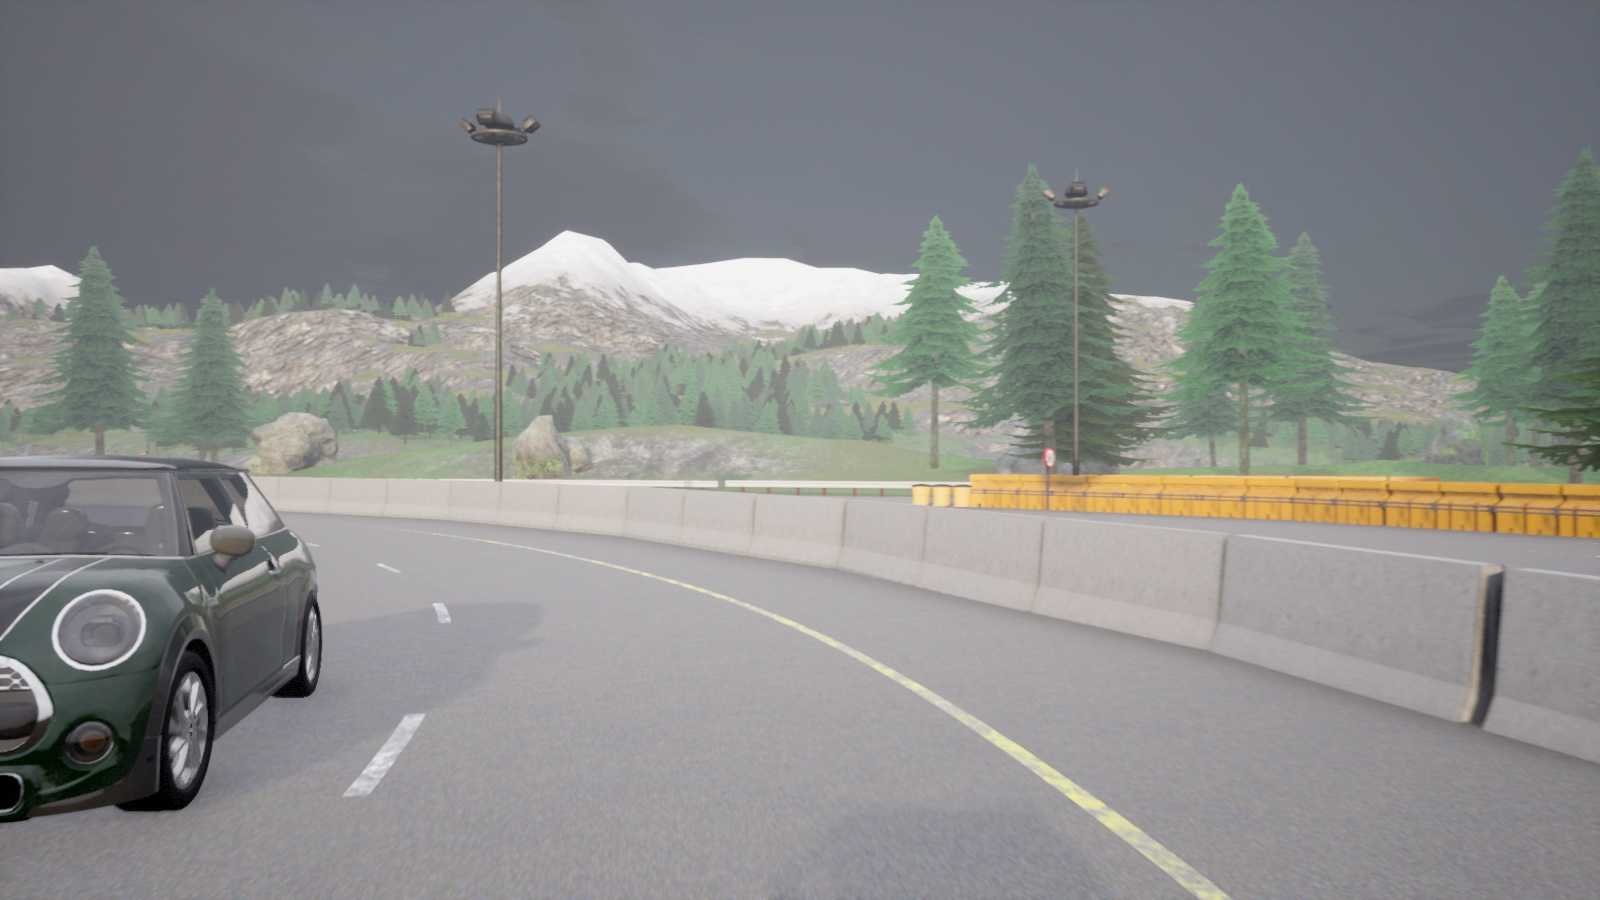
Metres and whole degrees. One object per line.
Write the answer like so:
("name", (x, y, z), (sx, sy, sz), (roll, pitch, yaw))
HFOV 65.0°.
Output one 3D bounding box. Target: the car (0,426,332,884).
("car", (-4.106, 0.838, 6.974), (2.097, 1.767, 4.553), (0, -1, -11))
